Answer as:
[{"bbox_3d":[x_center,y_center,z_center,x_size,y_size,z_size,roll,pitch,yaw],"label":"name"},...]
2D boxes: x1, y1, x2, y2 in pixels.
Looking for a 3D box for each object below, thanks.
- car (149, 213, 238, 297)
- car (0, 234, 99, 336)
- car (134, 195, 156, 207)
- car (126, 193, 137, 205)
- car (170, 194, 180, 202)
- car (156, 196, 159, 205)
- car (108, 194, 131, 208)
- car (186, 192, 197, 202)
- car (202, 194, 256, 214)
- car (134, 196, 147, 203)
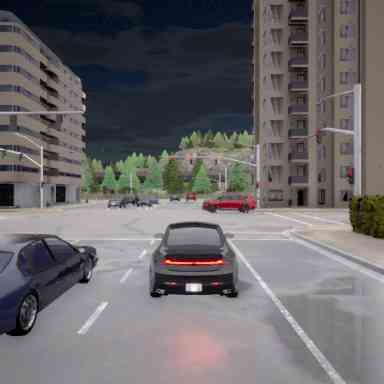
[{"bbox_3d":[0.048,1.505,8.528,1.837,1.490,4.892,0,0,0],"label":"car"},{"bbox_3d":[-3.462,1.547,6.598,2.033,1.411,5.357,0,0,0],"label":"car"},{"bbox_3d":[-7.167,1.564,50.946,1.994,1.385,4.181,0,0,0],"label":"car"},{"bbox_3d":[-10.679,1.221,57.454,2.150,2.045,5.566,0,0,0],"label":"car"},{"bbox_3d":[-3.634,1.194,72.985,2.097,1.767,4.553,0,0,0],"label":"car"},{"bbox_3d":[-7.177,1.352,59.524,2.097,1.767,4.553,0,0,0],"label":"car"},{"bbox_3d":[-10.671,1.491,47.589,2.128,1.511,4.902,0,0,0],"label":"car"},{"bbox_3d":[-0.134,1.064,73.052,2.150,2.045,5.566,0,0,0],"label":"car"},{"bbox_3d":[3.865,1.224,34.775,5.566,2.045,2.150,0,0,0],"label":"car"},{"bbox_3d":[-10.626,1.536,68.779,1.994,1.385,4.181,0,0,0],"label":"car"}]
